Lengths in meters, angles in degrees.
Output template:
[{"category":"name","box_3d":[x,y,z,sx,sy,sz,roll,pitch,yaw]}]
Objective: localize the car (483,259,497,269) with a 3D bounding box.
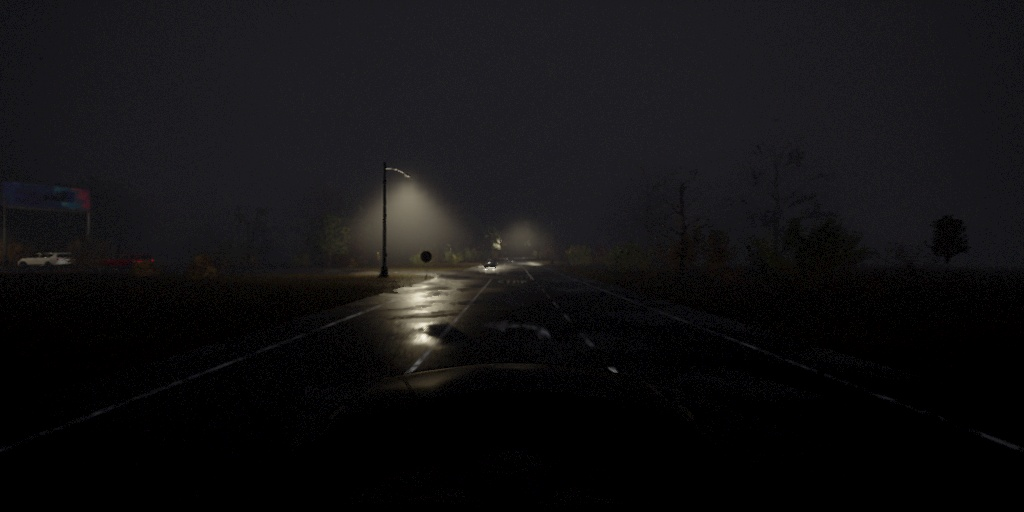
[{"category":"car","box_3d":[-3.364,1.214,55.827,2.033,1.411,5.357,0,0,0]}]
